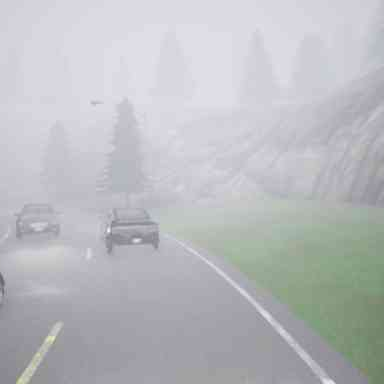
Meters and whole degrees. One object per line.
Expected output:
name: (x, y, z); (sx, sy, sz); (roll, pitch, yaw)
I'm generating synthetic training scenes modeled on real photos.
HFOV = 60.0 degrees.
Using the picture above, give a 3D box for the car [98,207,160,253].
car: (-2.552, 1.342, 13.054); (2.128, 1.511, 4.902); (-1, 1, -18)

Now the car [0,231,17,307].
car: (-4.216, 1.550, 4.455); (1.994, 1.385, 4.181); (-1, 1, -9)

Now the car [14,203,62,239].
car: (-7.703, 1.348, 16.693); (2.128, 1.511, 4.902); (-1, 1, -25)
